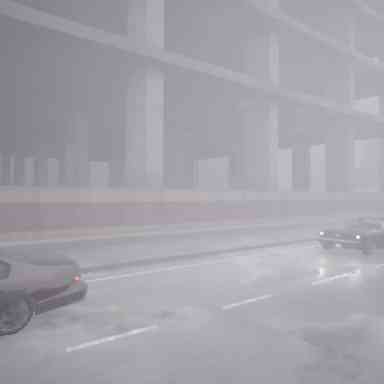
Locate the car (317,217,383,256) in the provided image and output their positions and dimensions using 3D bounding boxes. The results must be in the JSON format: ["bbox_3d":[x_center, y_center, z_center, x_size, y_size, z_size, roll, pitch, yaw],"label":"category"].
[{"bbox_3d":[7.278,1.728,13.870,4.718,1.301,1.895,1,0,-37],"label":"car"}]

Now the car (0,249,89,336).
[{"bbox_3d":[-4.441,1.545,5.123,5.357,1.411,2.033,1,0,-36],"label":"car"}]
